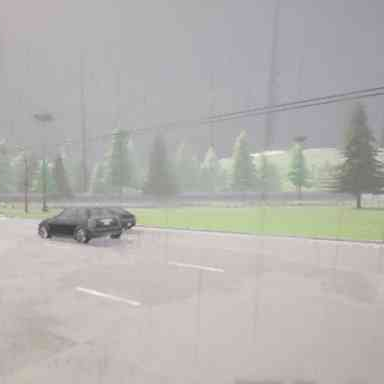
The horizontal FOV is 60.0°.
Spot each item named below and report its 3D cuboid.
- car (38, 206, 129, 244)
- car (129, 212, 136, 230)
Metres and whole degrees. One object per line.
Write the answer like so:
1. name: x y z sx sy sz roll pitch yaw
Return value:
1. car: -5.667 1.479 16.633 4.553 1.767 2.097 -1 0 36
2. car: -5.655 1.658 20.924 4.892 1.490 1.837 0 0 36
